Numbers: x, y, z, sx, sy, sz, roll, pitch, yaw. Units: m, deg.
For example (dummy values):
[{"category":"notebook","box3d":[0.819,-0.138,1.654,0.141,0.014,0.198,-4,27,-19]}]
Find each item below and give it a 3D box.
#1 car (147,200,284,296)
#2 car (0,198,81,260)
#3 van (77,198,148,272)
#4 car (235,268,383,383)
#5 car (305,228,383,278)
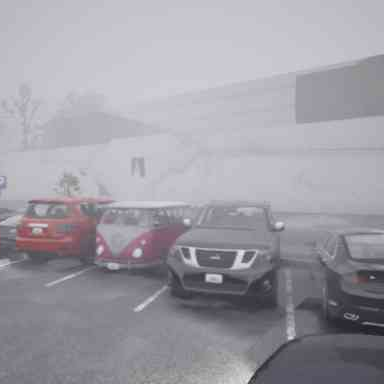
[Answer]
[{"category":"car","box3d":[1.131,1.239,8.643,2.435,2.045,5.566,1,-1,15]},{"category":"car","box3d":[-3.725,1.240,12.161,2.435,2.045,5.566,0,-1,15]},{"category":"van","box3d":[-1.324,1.264,10.287,1.878,1.987,4.442,1,-1,15]},{"category":"car","box3d":[2.240,1.563,1.782,4.181,1.385,1.994,0,0,35]},{"category":"car","box3d":[3.559,1.490,6.935,2.231,1.521,4.892,0,-1,15]}]
